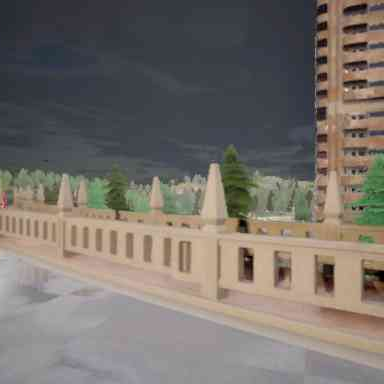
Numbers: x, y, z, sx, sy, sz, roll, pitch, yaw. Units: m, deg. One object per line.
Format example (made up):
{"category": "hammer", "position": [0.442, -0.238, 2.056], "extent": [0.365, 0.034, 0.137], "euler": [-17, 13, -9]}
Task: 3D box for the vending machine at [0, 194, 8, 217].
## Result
{"category": "vending machine", "position": [-17.395, 1.211, 30.216], "extent": [1.100, 2.100, 0.880], "euler": [0, 0, -30]}
